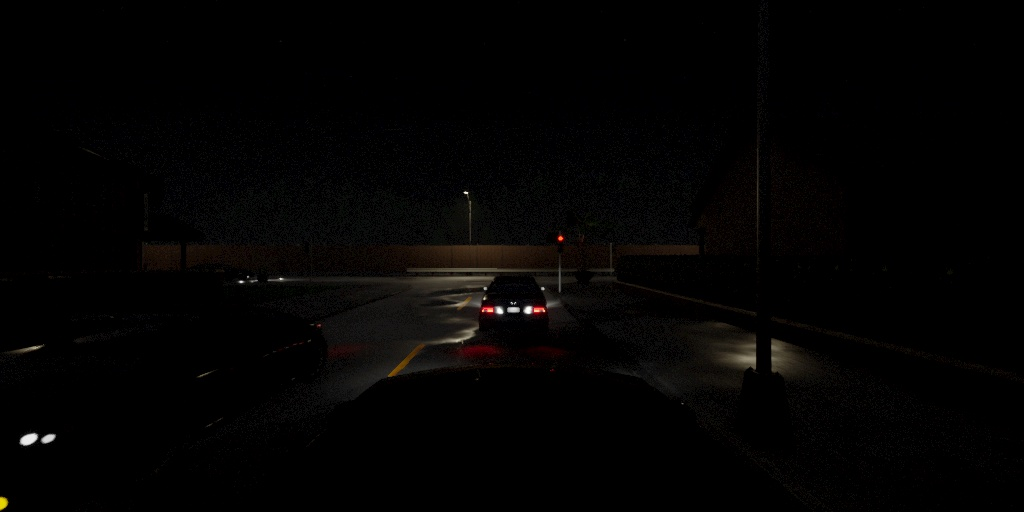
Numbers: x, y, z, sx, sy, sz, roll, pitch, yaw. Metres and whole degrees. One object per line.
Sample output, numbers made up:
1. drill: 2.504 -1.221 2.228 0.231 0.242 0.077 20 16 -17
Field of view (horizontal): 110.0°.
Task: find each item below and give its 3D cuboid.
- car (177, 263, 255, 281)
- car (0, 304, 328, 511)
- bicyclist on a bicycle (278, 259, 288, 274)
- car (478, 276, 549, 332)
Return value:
1. car: -24.079 1.297 29.092 5.357 1.411 2.033 0 0 0
2. car: -4.088 1.314 4.330 1.994 1.385 4.181 0 0 0
3. bicyclist on a bicycle: -23.971 1.099 37.490 0.582 1.620 1.656 0 0 0
4. car: 0.058 1.297 10.836 2.033 1.411 5.357 0 0 1
